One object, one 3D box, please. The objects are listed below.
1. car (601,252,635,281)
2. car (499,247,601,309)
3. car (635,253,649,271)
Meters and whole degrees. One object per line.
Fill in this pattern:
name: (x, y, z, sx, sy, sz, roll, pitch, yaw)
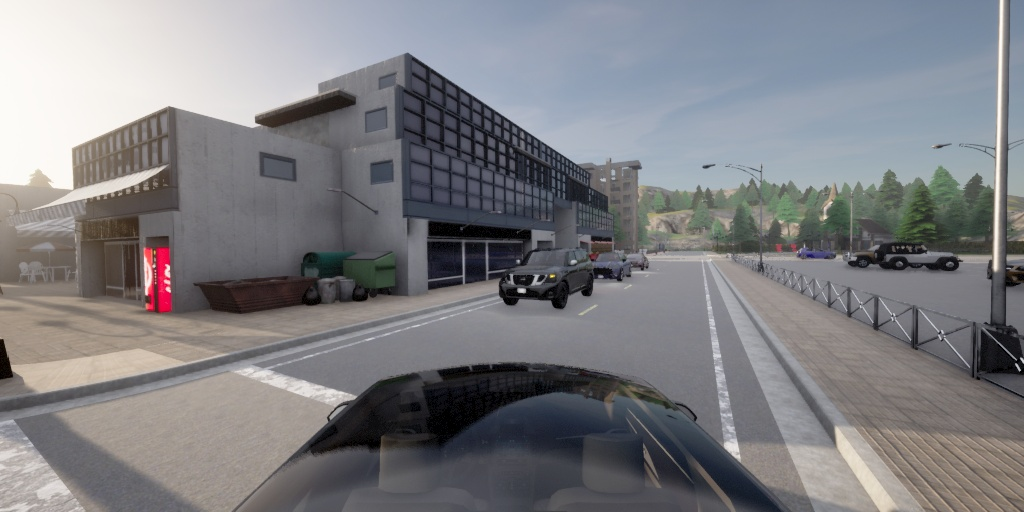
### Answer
car: (6.160, 0.555, 22.656, 2.097, 1.767, 4.553, 0, 2, 28)
car: (1.589, 0.690, 13.947, 2.150, 2.045, 5.566, 0, 1, 28)
car: (10.920, 0.454, 31.714, 1.812, 1.442, 4.674, 0, 2, 28)
